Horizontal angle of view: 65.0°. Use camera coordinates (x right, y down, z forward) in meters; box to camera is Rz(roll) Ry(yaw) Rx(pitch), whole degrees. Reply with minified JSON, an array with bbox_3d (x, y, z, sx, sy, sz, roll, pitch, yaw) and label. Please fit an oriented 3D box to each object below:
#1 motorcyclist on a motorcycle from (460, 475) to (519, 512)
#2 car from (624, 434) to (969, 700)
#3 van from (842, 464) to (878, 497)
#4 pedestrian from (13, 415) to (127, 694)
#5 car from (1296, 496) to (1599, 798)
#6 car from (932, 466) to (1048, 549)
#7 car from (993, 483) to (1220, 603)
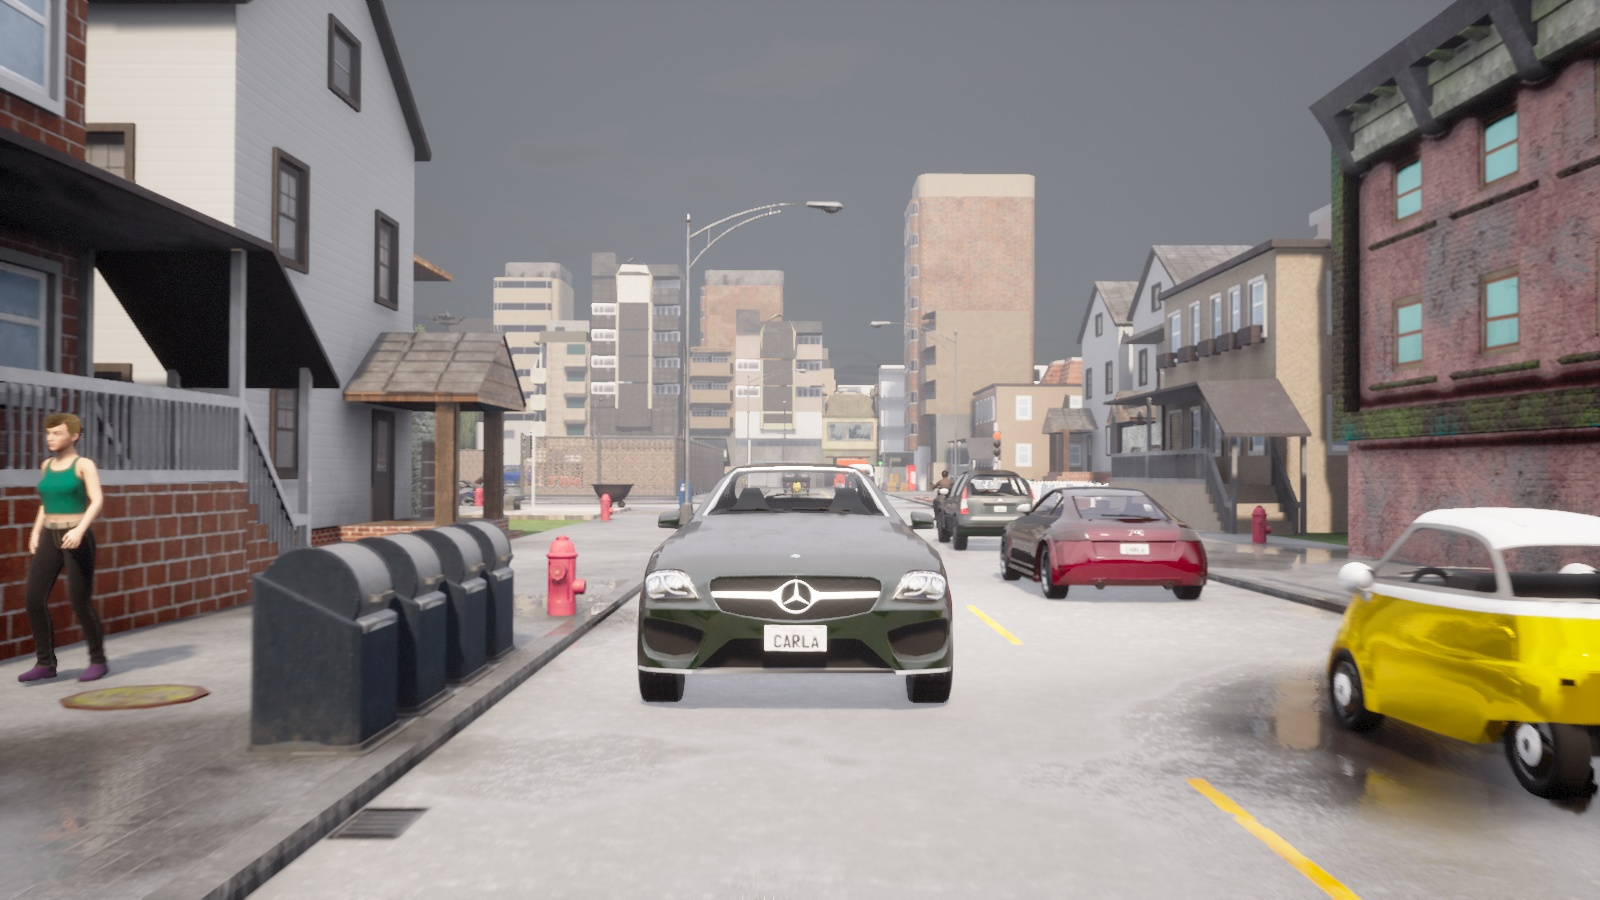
[{"bbox_3d":[-12.832,1.798,51.942,2.191,1.530,0.866,0,-1,0],"label":"motorcyclist on a motorcycle"},{"bbox_3d":[-0.028,0.773,10.369,2.152,1.651,5.027,0,-1,0],"label":"car"},{"bbox_3d":[3.802,1.919,80.692,2.069,2.038,4.480,0,-1,0],"label":"van"},{"bbox_3d":[-4.992,0.694,8.606,0.345,1.836,0.594,0,-1,15],"label":"pedestrian"},{"bbox_3d":[3.981,0.977,7.081,1.481,1.376,2.207,0,-1,0],"label":"car"},{"bbox_3d":[3.931,1.157,26.610,1.851,1.617,3.988,0,-1,0],"label":"car"},{"bbox_3d":[3.963,1.157,17.021,1.994,1.385,4.181,0,-1,-1],"label":"car"}]
